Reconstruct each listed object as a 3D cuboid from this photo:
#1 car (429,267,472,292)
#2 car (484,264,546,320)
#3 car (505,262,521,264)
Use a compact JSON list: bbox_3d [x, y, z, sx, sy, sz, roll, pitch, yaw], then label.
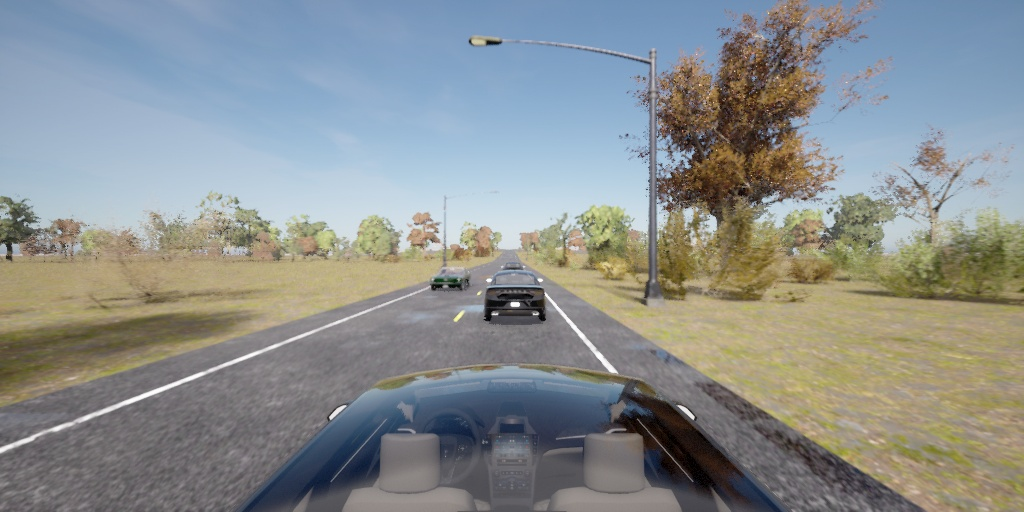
[{"bbox_3d":[-3.600,1.350,21.636,1.895,1.301,4.718,0,0,0],"label":"car"},{"bbox_3d":[0.097,1.227,12.676,1.882,1.535,5.008,0,0,0],"label":"car"},{"bbox_3d":[0.094,1.251,31.026,1.837,1.490,4.892,0,0,0],"label":"car"}]
